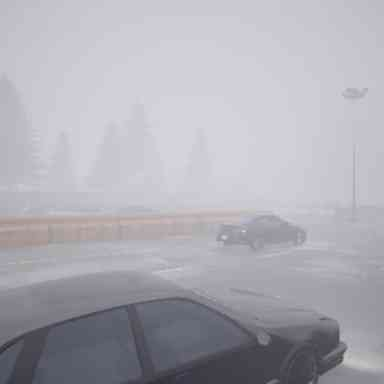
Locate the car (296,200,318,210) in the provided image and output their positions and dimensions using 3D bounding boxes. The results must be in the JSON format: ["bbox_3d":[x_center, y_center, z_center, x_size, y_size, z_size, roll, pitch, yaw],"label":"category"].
[{"bbox_3d":[19.947,2.161,56.111,2.128,1.511,4.902,0,-1,38],"label":"car"}]

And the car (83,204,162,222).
[{"bbox_3d":[-4.390,1.608,22.527,5.008,1.535,1.882,1,0,-37],"label":"car"}]

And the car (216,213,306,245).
[{"bbox_3d":[3.140,1.677,14.792,4.674,1.442,1.812,1,0,-37],"label":"car"}]

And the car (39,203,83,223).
[{"bbox_3d":[-8.130,1.703,24.074,4.718,1.301,1.895,1,-1,-36],"label":"car"}]

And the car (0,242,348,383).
[{"bbox_3d":[-0.707,1.565,3.260,5.357,1.411,2.033,1,-1,-35],"label":"car"}]

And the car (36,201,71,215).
[{"bbox_3d":[-10.012,1.670,27.082,4.181,1.385,1.994,1,-1,-37],"label":"car"}]

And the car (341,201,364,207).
[{"bbox_3d":[25.315,2.183,51.638,2.128,1.511,4.902,0,-1,38],"label":"car"}]

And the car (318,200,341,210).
[{"bbox_3d":[22.611,2.031,53.834,2.097,1.767,4.553,0,-1,38],"label":"car"}]

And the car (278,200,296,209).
[{"bbox_3d":[16.475,2.118,57.370,1.882,1.535,5.008,0,-1,39],"label":"car"}]

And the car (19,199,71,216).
[{"bbox_3d":[-12.700,1.447,29.446,4.553,1.767,2.097,1,-1,-37],"label":"car"}]
